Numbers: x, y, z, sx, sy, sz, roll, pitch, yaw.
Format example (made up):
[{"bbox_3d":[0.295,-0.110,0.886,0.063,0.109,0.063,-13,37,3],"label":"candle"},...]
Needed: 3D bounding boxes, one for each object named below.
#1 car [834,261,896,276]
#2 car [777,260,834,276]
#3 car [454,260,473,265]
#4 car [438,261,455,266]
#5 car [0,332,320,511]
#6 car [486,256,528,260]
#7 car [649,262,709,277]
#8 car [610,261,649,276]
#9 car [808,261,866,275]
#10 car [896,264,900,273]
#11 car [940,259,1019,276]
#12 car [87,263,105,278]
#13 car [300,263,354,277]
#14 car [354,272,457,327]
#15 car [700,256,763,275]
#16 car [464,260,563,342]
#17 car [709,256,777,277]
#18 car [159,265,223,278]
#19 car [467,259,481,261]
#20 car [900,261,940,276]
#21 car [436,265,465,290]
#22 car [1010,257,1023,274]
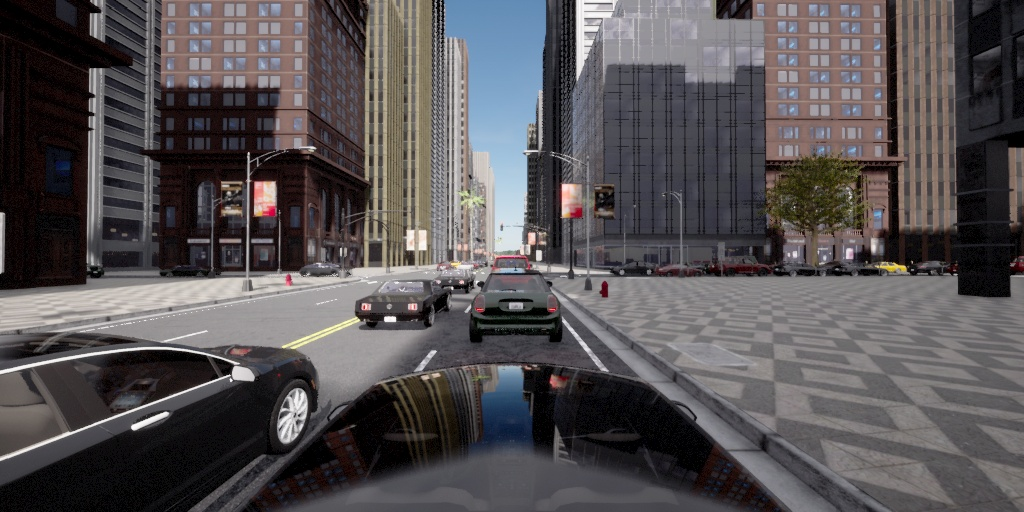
[{"bbox_3d":[32.166,1.260,33.211,4.313,1.339,1.948,0,0,-1],"label":"car"},{"bbox_3d":[26.529,1.276,33.112,4.313,1.339,1.948,0,0,-1],"label":"car"},{"bbox_3d":[-6.697,1.569,51.860,1.895,1.301,4.718,0,0,0],"label":"car"},{"bbox_3d":[-9.942,1.503,53.115,1.812,1.442,4.674,0,0,-3],"label":"car"},{"bbox_3d":[-3.151,1.255,2.224,1.837,1.490,4.892,0,0,0],"label":"car"},{"bbox_3d":[-0.036,1.003,19.417,2.150,2.045,5.566,0,0,0],"label":"car"},{"bbox_3d":[15.254,1.327,32.915,4.207,1.307,1.802,0,0,-1],"label":"car"},{"bbox_3d":[13.031,1.326,38.652,4.892,1.490,1.837,0,-1,-1],"label":"car"},{"bbox_3d":[35.326,1.281,39.032,4.674,1.442,1.812,0,-1,0],"label":"car"},{"bbox_3d":[43.129,1.296,41.929,4.829,1.417,1.751,0,0,-1],"label":"car"},{"bbox_3d":[43.442,1.214,33.409,4.507,1.381,1.888,0,0,-1],"label":"car"},{"bbox_3d":[-43.254,1.242,34.855,5.566,2.045,2.150,0,-1,0],"label":"car"},{"bbox_3d":[-17.818,1.392,34.568,4.902,1.511,2.128,0,-1,5],"label":"car"},{"bbox_3d":[-3.167,1.361,11.544,1.895,1.301,4.718,0,0,0],"label":"car"},{"bbox_3d":[23.661,1.008,38.852,5.566,2.045,2.150,0,-1,-2],"label":"car"},{"bbox_3d":[0.081,1.108,9.897,2.097,1.767,4.553,0,0,0],"label":"car"},{"bbox_3d":[20.892,1.041,33.014,5.009,1.841,2.192,0,0,-1],"label":"car"},{"bbox_3d":[-31.102,1.565,34.861,4.718,1.301,1.895,0,-1,0],"label":"car"},{"bbox_3d":[-6.695,1.633,61.024,1.895,1.301,4.718,0,0,0],"label":"car"},{"bbox_3d":[42.522,1.228,36.025,4.674,1.442,1.812,0,-1,-1],"label":"car"},{"bbox_3d":[-3.189,1.387,20.713,1.895,1.301,4.718,0,0,0],"label":"car"},{"bbox_3d":[49.080,0.973,33.508,5.009,1.841,2.192,0,0,-1],"label":"car"}]
